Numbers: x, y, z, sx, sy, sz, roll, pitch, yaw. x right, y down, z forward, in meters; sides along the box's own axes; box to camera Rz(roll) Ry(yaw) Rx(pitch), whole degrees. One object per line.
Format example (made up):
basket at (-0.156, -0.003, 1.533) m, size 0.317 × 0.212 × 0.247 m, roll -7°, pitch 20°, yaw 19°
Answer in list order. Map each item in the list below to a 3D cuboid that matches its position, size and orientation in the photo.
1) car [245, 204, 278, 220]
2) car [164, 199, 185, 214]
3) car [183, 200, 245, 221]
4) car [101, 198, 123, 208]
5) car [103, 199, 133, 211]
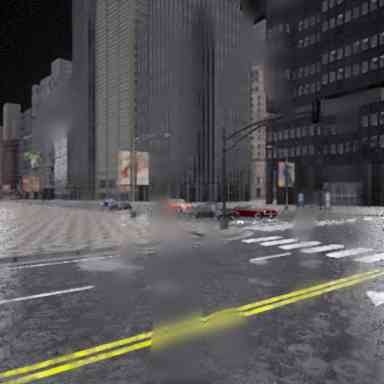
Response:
car at (5.329, 1.725, 29.595) m, size 1.895 × 1.301 × 4.718 m, roll 0°, pitch 0°, yaw -36°
car at (-1.427, 1.571, 39.077) m, size 2.097 × 1.767 × 4.553 m, roll 0°, pitch -1°, yaw -35°
car at (1.771, 1.691, 28.972) m, size 2.033 × 1.411 × 5.357 m, roll 0°, pitch 0°, yaw -35°
car at (-13.481, 1.882, 56.128) m, size 1.882 × 1.535 × 5.008 m, roll 0°, pitch -1°, yaw -35°
car at (-9.750, 1.854, 45.173) m, size 2.033 × 1.411 × 5.357 m, roll 0°, pitch 0°, yaw -35°
